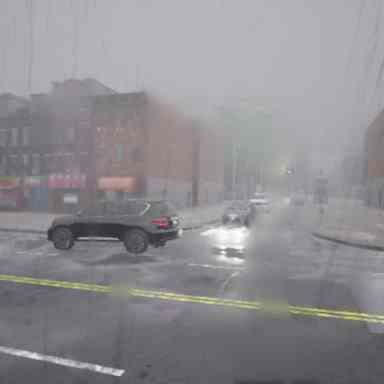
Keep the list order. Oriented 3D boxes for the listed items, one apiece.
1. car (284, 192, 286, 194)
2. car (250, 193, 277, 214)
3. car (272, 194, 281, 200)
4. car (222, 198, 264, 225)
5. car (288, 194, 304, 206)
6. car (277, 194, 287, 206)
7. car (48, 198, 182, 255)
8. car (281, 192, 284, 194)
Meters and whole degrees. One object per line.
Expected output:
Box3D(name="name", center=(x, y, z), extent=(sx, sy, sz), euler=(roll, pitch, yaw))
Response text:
Box3D(name="car", center=(22.474, 1.129, 86.166), extent=(2.008, 1.369, 4.403), euler=(2, 1, 19))
Box3D(name="car", center=(7.410, 1.136, 35.112), extent=(2.150, 2.045, 5.566), euler=(1, 1, 19))
Box3D(name="car", center=(20.756, 1.129, 81.298), extent=(1.752, 1.417, 4.829), euler=(2, 1, 19))
Box3D(name="car", center=(3.590, 1.480, 24.379), extent=(2.128, 1.511, 4.902), euler=(1, 1, 21))
Box3D(name="car", center=(15.944, 1.386, 50.419), extent=(2.033, 1.411, 5.357), euler=(1, 1, 17))
Box3D(name="car", center=(12.907, 1.377, 50.572), extent=(1.994, 1.385, 4.181), euler=(1, 0, 20))
Box3D(name="car", center=(-3.178, 1.305, 13.665), extent=(5.566, 2.045, 2.150), euler=(-1, 0, 19))
Box3D(name="car", center=(20.140, 1.165, 79.423), extent=(2.008, 1.369, 4.403), euler=(2, 1, 19))
